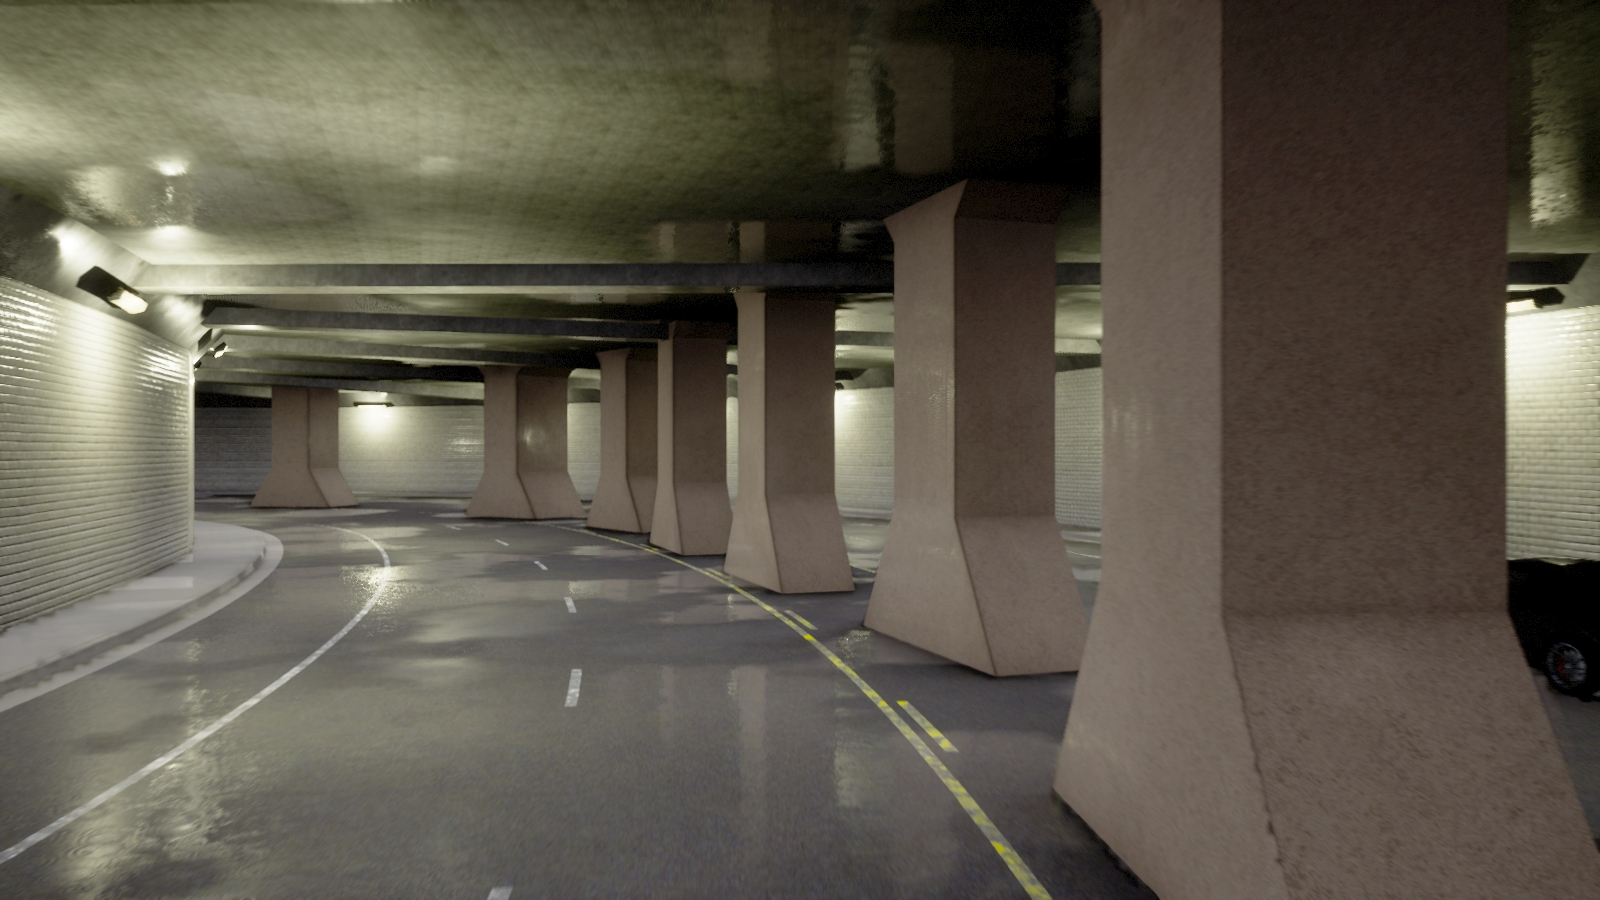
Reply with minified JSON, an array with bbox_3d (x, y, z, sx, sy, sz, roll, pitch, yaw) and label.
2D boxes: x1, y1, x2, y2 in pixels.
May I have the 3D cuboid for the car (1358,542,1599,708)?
[{"bbox_3d":[9.401,2.080,14.375,2.002,1.442,4.674,0,0,-8],"label":"car"}]
